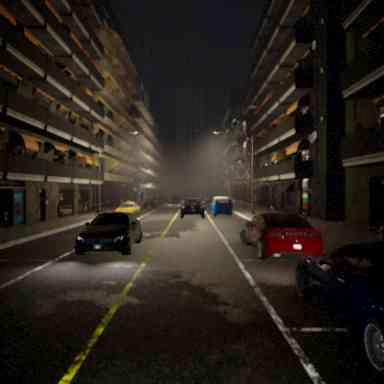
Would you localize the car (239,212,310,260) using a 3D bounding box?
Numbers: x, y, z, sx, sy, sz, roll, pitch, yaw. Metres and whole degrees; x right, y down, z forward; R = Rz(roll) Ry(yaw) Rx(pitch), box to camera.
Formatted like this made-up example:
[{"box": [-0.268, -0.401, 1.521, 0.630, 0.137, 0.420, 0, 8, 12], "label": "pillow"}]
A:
[{"box": [3.135, 1.471, 12.383, 1.882, 1.535, 5.008, 0, 0, 0], "label": "car"}]

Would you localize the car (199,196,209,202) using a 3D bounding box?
[{"box": [2.650, 1.531, 74.237, 2.008, 1.369, 4.403, -1, 0, 0], "label": "car"}]

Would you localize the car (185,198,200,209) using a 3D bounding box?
[{"box": [0.058, 1.546, 44.944, 1.994, 1.385, 4.181, 0, 0, 0], "label": "car"}]

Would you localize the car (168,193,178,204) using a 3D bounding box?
[{"box": [-3.036, 1.331, 60.338, 2.097, 1.767, 4.553, 0, 0, 0], "label": "car"}]

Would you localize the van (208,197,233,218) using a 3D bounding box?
[{"box": [2.668, 1.327, 30.050, 1.690, 1.788, 3.998, -1, 0, 0], "label": "van"}]

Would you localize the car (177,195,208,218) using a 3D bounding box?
[{"box": [0.056, 1.337, 30.067, 2.097, 1.767, 4.553, 0, 0, 0], "label": "car"}]

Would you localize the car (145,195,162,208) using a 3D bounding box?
[{"box": [-5.718, 1.548, 46.629, 1.947, 1.339, 4.313, 0, 0, 0], "label": "car"}]

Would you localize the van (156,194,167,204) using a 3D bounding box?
[{"box": [-5.728, 1.321, 63.200, 1.690, 1.788, 3.998, 0, 0, 0], "label": "van"}]

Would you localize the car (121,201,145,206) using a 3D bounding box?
[{"box": [-5.712, 1.511, 29.889, 1.752, 1.417, 4.829, 0, 0, 0], "label": "car"}]

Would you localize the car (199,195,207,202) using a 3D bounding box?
[{"box": [2.647, 1.506, 79.931, 1.752, 1.417, 4.829, -1, 0, 0], "label": "car"}]

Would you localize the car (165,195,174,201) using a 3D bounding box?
[{"box": [-5.736, 1.547, 85.294, 1.947, 1.339, 4.313, -1, 0, 0], "label": "car"}]

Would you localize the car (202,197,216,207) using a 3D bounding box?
[{"box": [2.660, 1.532, 52.143, 2.008, 1.369, 4.403, -1, 0, 0], "label": "car"}]

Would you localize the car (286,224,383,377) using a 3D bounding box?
[{"box": [3.146, 1.522, 5.383, 1.812, 1.442, 4.674, 0, 0, 0], "label": "car"}]

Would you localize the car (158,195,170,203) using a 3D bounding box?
[{"box": [-5.730, 1.420, 68.723, 1.967, 1.590, 4.097, -1, 0, 0], "label": "car"}]

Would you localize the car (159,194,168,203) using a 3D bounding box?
[{"box": [-5.724, 1.525, 57.676, 1.887, 1.381, 4.507, 0, 0, 0], "label": "car"}]

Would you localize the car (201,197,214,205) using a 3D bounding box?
[{"box": [2.657, 1.532, 57.666, 2.008, 1.369, 4.403, -1, 0, 0], "label": "car"}]

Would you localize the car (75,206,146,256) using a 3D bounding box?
[{"box": [-3.106, 1.518, 13.228, 1.812, 1.442, 4.674, 0, 0, 0], "label": "car"}]

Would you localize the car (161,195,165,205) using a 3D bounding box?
[{"box": [-5.721, 1.526, 52.153, 1.887, 1.381, 4.507, 0, 0, 0], "label": "car"}]
